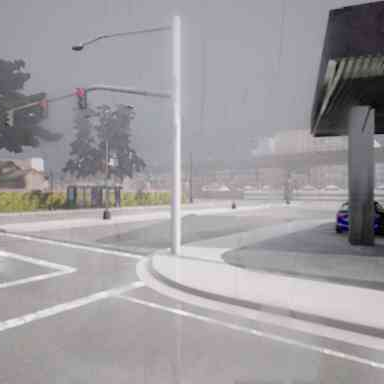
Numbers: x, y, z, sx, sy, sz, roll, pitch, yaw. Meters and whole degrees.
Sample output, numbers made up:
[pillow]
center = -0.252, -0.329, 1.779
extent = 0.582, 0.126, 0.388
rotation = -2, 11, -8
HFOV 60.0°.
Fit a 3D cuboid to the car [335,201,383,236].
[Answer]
[car]
center = 9.259, 1.292, 17.864
extent = 2.242, 1.667, 4.611
rotation = 0, 0, 37
